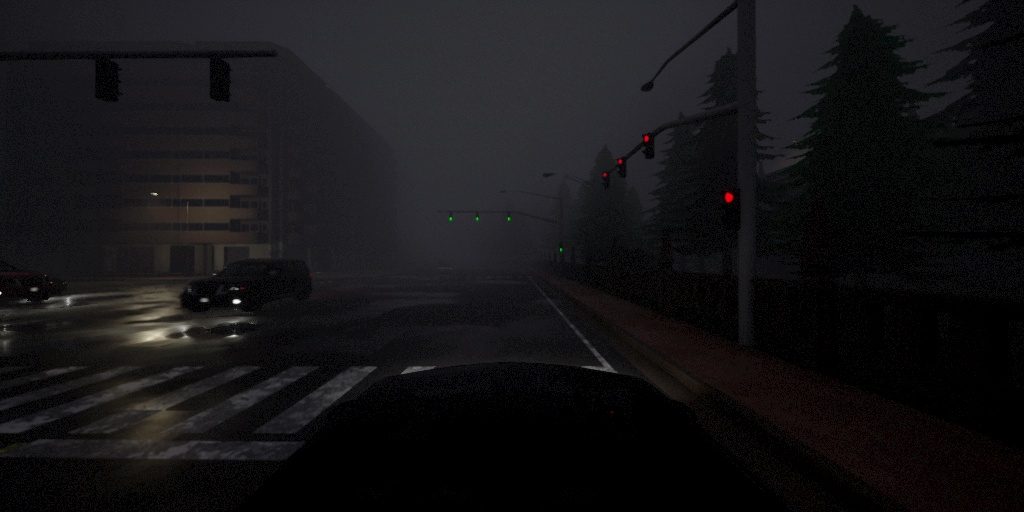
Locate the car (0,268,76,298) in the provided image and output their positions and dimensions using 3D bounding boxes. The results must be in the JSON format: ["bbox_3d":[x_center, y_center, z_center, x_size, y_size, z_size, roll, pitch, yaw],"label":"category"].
[{"bbox_3d":[-26.806,1.397,19.070,4.892,1.490,1.837,0,0,-1],"label":"car"}]

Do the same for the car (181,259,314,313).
[{"bbox_3d":[-10.572,1.150,14.998,2.150,2.045,5.566,0,0,-2],"label":"car"}]

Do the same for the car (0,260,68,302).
[{"bbox_3d":[-23.644,1.095,15.603,5.566,2.045,2.150,0,0,-2],"label":"car"}]
